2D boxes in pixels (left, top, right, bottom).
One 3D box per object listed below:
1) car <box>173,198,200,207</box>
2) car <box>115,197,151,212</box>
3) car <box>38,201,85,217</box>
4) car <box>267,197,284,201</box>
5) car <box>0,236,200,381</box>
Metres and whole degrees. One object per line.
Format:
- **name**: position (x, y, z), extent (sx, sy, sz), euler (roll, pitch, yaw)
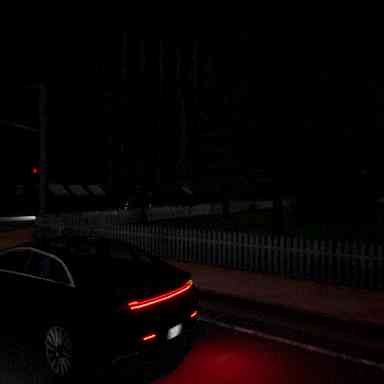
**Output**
- **car**: position (-0.807, 1.613, 49.109), extent (1.895, 1.301, 4.718), euler (0, 0, 34)
- **car**: position (-7.019, 1.364, 39.926), extent (2.097, 1.767, 4.553), euler (0, 0, 34)
- **car**: position (-12.435, 1.576, 31.902), extent (1.994, 1.385, 4.181), euler (0, 0, 34)
- **car**: position (15.150, 1.557, 59.928), extent (2.033, 1.411, 5.357), euler (0, 0, 34)
- **car**: position (-2.176, 1.493, 5.492), extent (4.902, 1.511, 2.128), euler (0, 0, 36)
